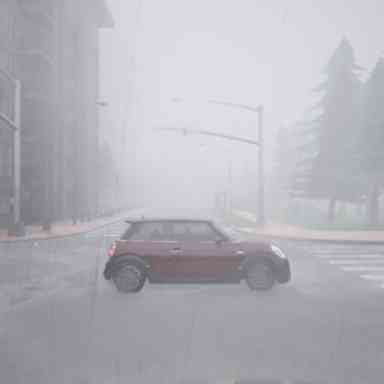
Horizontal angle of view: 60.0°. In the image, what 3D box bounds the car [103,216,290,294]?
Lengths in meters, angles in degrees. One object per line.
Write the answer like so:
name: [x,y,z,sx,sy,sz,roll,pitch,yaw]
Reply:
car: [0.137,1.429,8.621,4.553,1.767,2.097,0,-1,-2]
